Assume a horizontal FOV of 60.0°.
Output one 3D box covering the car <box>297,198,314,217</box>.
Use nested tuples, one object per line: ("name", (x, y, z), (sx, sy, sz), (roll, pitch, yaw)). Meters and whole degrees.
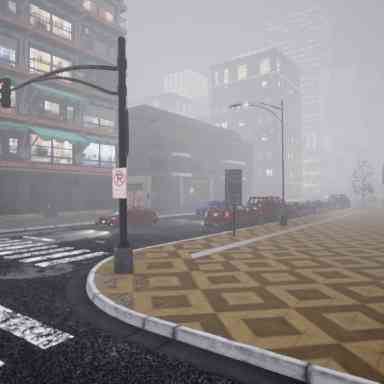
("car", (9.146, 1.471, 29.724), (1.802, 1.307, 4.206), (-1, 0, 36))

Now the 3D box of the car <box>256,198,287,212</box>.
("car", (9.460, 1.465, 39.269), (1.812, 1.442, 4.674), (-1, -1, 37))

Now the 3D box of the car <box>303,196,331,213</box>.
("car", (12.458, 1.421, 34.231), (1.887, 1.381, 4.507), (-1, 0, 36))

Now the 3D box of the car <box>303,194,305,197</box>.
("car", (22.572, 1.439, 61.293), (1.752, 1.417, 4.829), (-1, 0, 36))

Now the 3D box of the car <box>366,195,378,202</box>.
("car", (35.647, 1.334, 65.776), (1.887, 1.381, 4.507), (-1, 0, 36))

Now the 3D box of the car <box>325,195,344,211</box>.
("car", (15.771, 1.415, 38.737), (2.008, 1.369, 4.403), (-1, 0, 36))

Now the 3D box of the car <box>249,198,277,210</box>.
("car", (9.321, 1.489, 43.267), (1.752, 1.417, 4.829), (-1, 0, 36))

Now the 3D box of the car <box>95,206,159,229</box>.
("car", (-3.990, 1.552, 21.002), (1.994, 1.385, 4.181), (-1, 0, 36))

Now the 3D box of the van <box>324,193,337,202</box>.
("van", (29.296, 1.229, 70.444), (1.690, 1.788, 3.998), (-1, 0, 36))

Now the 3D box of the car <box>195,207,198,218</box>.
("car", (2.213, 1.444, 29.435), (1.882, 1.535, 5.008), (-1, 0, 36))

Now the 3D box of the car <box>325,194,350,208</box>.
("car", (19.081, 1.167, 43.245), (2.192, 1.841, 5.009), (-1, 0, 36))

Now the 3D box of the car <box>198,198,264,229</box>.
("car", (2.519, 1.353, 20.712), (1.967, 1.590, 4.097), (-1, 0, 36))

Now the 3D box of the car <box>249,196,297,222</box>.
("car", (5.830, 1.216, 25.219), (2.192, 1.841, 5.009), (-1, 0, 36))
